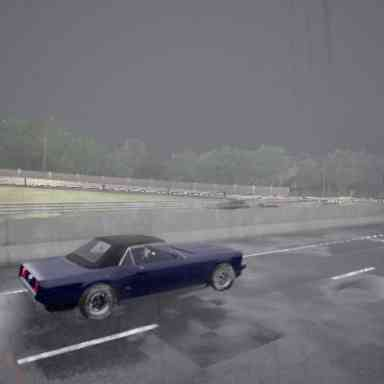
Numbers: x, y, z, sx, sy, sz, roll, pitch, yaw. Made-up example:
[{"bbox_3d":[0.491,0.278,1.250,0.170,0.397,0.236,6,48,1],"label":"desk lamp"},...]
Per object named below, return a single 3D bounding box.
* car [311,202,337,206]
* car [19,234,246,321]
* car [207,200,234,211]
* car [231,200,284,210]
[{"bbox_3d":[11.675,1.591,29.508,4.181,1.385,1.994,0,0,-35],"label":"car"},{"bbox_3d":[-1.042,1.602,7.309,4.718,1.301,1.895,0,0,-36],"label":"car"},{"bbox_3d":[3.696,1.523,32.418,4.892,1.490,1.837,0,0,-35],"label":"car"},{"bbox_3d":[6.157,1.620,29.875,4.718,1.301,1.895,0,0,-35],"label":"car"}]
